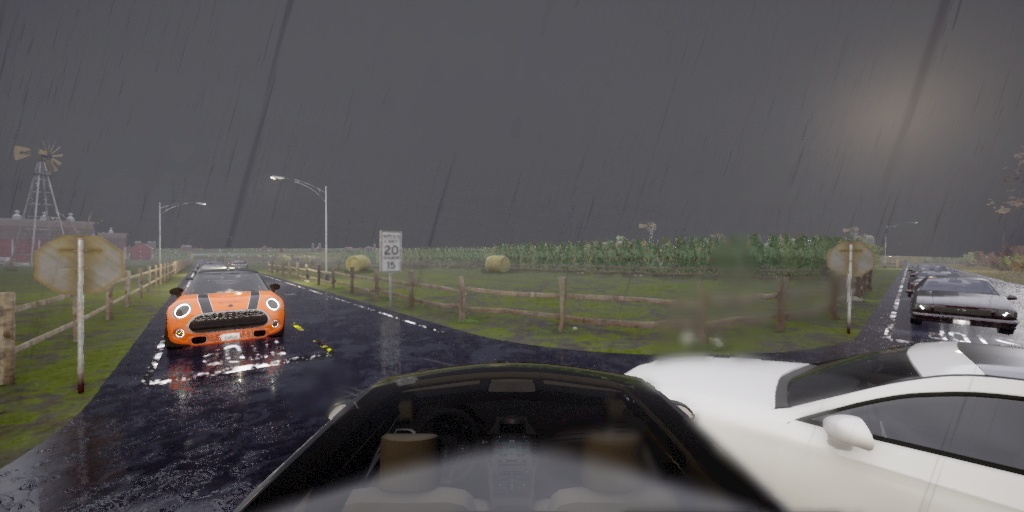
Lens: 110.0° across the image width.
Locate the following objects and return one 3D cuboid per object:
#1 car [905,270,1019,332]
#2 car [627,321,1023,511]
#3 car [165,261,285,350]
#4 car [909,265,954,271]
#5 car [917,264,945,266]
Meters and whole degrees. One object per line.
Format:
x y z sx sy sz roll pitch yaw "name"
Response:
13.675 1.331 11.086 5.357 1.411 2.033 0 1 -42 "car"
2.866 1.293 2.171 1.812 1.442 4.674 0 1 -43 "car"
-7.438 1.135 9.414 2.097 1.767 4.553 0 0 -39 "car"
21.103 1.357 17.771 4.181 1.385 1.994 0 1 -42 "car"
28.764 1.299 24.654 4.902 1.511 2.128 0 1 -42 "car"
